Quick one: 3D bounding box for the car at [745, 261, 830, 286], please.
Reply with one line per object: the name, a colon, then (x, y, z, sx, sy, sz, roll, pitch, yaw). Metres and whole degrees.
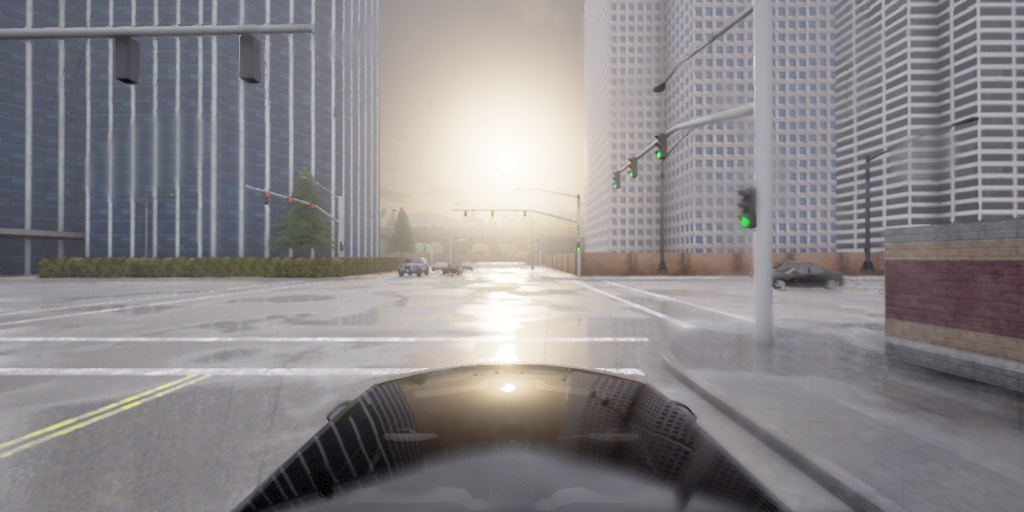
car: (19.820, 1.236, 25.990, 4.553, 1.767, 2.097, 0, 0, 1)

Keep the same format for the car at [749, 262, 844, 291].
car: (17.818, 1.343, 22.508, 5.008, 1.535, 1.882, 0, 0, 1)

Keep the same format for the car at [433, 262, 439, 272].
car: (-10.541, 1.562, 52.650, 1.812, 1.442, 4.674, 0, 0, -1)

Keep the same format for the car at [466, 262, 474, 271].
car: (-7.033, 1.577, 55.536, 1.812, 1.442, 4.674, 0, -1, 0)

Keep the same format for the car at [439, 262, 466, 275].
car: (-7.054, 1.582, 43.016, 1.895, 1.301, 4.718, 0, 0, 0)

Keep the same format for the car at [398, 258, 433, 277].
car: (-10.564, 1.181, 38.939, 2.150, 2.045, 5.566, 0, 0, 0)
